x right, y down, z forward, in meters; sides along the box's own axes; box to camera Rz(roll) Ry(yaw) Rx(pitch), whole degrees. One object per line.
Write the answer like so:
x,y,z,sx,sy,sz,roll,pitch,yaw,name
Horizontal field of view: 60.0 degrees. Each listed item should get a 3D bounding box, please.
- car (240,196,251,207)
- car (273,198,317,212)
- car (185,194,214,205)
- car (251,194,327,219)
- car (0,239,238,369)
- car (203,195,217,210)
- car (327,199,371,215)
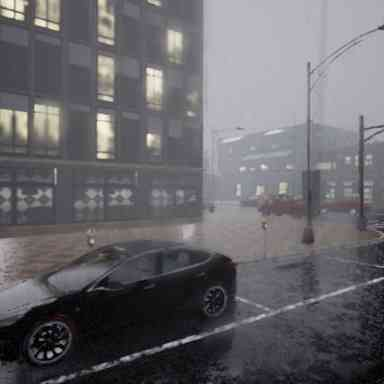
7.582,1.109,39.829,1.967,1.590,4.097,1,0,-36,car
10.866,1.320,35.360,1.802,1.307,4.206,1,0,-36,car
1.009,1.079,48.765,2.008,1.369,4.403,1,0,-36,car
7.406,1.086,25.928,2.192,1.841,5.009,1,0,-36,car
-1.107,1.564,5.767,4.313,1.339,1.947,0,0,-36,car
0.828,1.215,34.864,1.802,1.307,4.206,1,0,-36,car
14.152,1.351,30.893,1.887,1.381,4.507,1,0,-36,car
